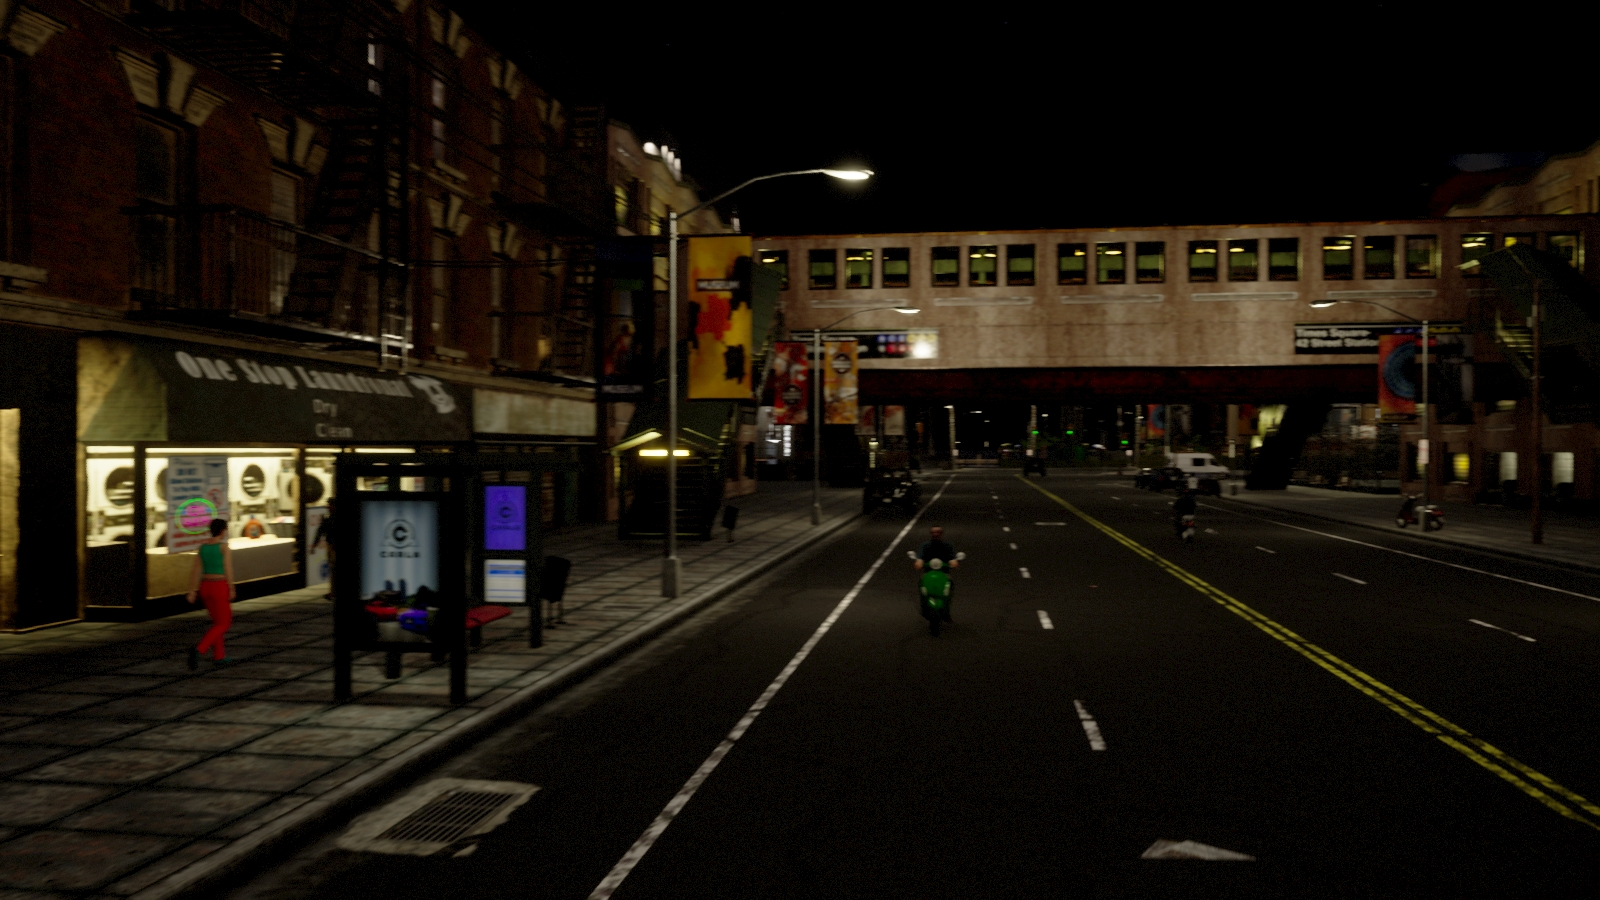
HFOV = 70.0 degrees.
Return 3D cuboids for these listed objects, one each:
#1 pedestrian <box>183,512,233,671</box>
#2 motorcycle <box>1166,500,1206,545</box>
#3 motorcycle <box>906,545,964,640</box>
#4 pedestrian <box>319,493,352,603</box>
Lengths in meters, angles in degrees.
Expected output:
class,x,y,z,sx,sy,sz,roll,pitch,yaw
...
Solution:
class,x,y,z,sx,sy,sz,roll,pitch,yaw
pedestrian,-7.103,1.686,13.711,0.375,1.860,0.375,0,0,10
motorcycle,11.797,2.201,34.943,0.856,1.236,1.805,0,0,9
motorcycle,2.128,2.186,17.835,0.856,1.236,1.805,0,0,8
pedestrian,-8.032,1.685,19.752,0.375,1.860,0.375,0,0,11
